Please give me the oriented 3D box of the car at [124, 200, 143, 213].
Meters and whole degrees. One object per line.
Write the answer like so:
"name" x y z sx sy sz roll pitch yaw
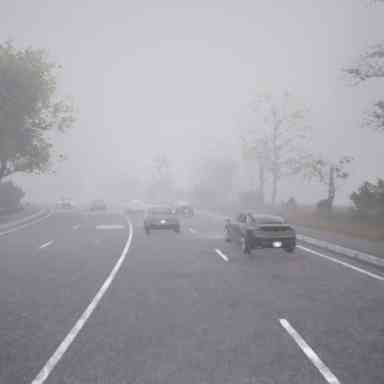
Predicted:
"car" -6.302 1.565 37.059 1.812 1.442 4.674 0 0 -18

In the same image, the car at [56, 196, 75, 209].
"car" -17.227 1.409 45.196 2.097 1.767 4.553 0 0 -25

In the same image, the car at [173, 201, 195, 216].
"car" -1.140 1.551 32.192 1.812 1.442 4.674 0 0 -16

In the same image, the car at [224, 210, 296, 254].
"car" 2.587 1.506 13.555 1.837 1.490 4.892 0 0 -7

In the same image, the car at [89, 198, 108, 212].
"car" -11.509 1.553 40.576 1.837 1.490 4.892 0 0 -21

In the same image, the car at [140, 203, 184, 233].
"car" -1.908 1.581 20.012 1.994 1.385 4.181 0 0 -9
